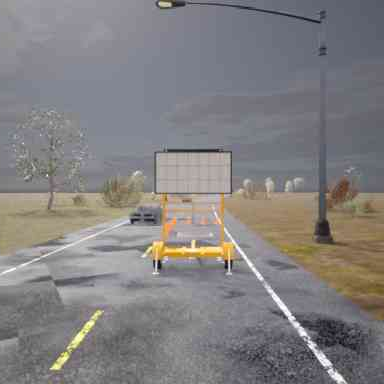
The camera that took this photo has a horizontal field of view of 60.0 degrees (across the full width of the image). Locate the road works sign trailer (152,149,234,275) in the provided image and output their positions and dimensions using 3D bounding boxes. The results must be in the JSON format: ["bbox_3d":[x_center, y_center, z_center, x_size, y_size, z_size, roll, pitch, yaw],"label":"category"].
[{"bbox_3d":[0.043,0.464,10.463,2.380,3.560,2.880,0,0,1],"label":"road works sign trailer"}]

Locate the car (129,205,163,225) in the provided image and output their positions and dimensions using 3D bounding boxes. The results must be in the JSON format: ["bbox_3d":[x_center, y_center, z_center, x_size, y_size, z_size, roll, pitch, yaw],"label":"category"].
[{"bbox_3d":[-3.250,1.599,24.356,1.895,1.301,4.718,0,0,2],"label":"car"}]

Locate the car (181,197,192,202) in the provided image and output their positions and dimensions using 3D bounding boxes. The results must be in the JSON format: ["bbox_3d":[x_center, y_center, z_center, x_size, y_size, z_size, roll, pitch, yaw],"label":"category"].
[{"bbox_3d":[-1.036,1.587,64.944,1.895,1.301,4.718,0,0,4],"label":"car"}]
